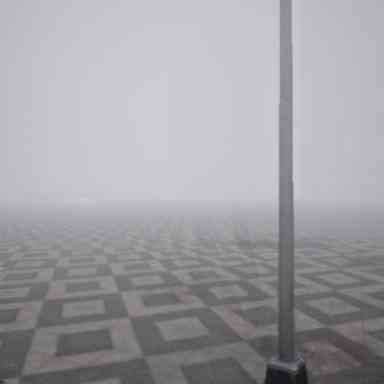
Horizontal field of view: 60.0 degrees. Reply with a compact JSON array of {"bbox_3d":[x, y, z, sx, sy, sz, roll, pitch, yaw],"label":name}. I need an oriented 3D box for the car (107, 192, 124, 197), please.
[{"bbox_3d":[-21.250,0.697,89.560,1.967,1.590,4.097,1,1,36],"label":"car"}]

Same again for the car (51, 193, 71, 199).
[{"bbox_3d":[-30.768,0.994,76.231,2.008,1.369,4.403,1,1,36],"label":"car"}]

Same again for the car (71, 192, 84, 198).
[{"bbox_3d":[-31.356,0.774,90.075,1.967,1.590,4.097,1,1,36],"label":"car"}]

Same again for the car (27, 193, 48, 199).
[{"bbox_3d":[-37.702,1.012,81.191,2.008,1.369,4.403,1,1,36],"label":"car"}]

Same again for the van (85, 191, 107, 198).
[{"bbox_3d":[-24.423,0.657,85.115,1.690,1.788,3.998,1,1,36],"label":"van"}]

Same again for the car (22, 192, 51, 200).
[{"bbox_3d":[-33.941,0.826,71.784,2.192,1.841,5.009,1,1,36],"label":"car"}]

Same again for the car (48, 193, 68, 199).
[{"bbox_3d":[-34.529,0.947,85.634,2.008,1.369,4.403,1,1,36],"label":"car"}]
